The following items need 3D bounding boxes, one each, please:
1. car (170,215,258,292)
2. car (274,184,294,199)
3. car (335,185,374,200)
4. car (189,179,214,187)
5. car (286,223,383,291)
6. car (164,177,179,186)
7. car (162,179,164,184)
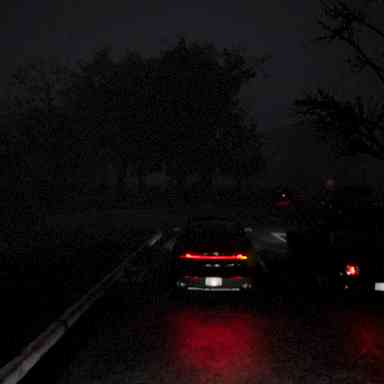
[{"bbox_3d":[0.538,1.354,8.580,1.837,1.490,4.892,0,1,3],"label":"car"},{"bbox_3d":[9.922,-0.077,36.039,1.837,1.490,4.892,2,4,15],"label":"car"},{"bbox_3d":[17.198,-0.050,35.009,5.008,1.535,1.882,-2,4,-33],"label":"car"},{"bbox_3d":[1.688,-1.583,60.034,4.892,1.490,1.837,4,7,38],"label":"car"},{"bbox_3d":[3.778,1.458,8.538,1.895,1.301,4.718,0,2,3],"label":"car"},{"bbox_3d":[-3.700,-2.167,67.264,2.097,1.767,4.553,-1,3,-13],"label":"car"},{"bbox_3d":[-6.537,-2.599,83.719,1.895,1.301,4.718,0,2,-5],"label":"car"}]
